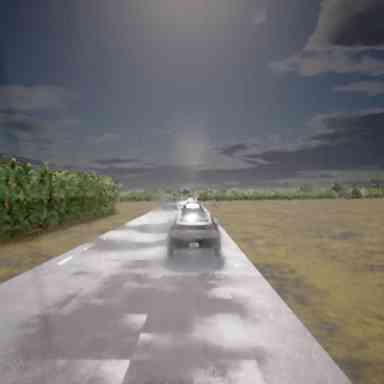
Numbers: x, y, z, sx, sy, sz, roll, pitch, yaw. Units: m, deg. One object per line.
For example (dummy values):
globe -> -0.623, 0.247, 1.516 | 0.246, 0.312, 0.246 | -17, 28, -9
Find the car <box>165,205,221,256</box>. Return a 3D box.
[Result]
car -> 0.078, 1.480, 13.015 | 2.128, 1.511, 4.902 | 0, 0, 0

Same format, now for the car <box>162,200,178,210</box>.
car -> -2.859, 1.660, 43.175 | 1.895, 1.301, 4.718 | 0, 0, 0

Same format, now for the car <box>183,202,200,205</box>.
car -> 0.073, 1.557, 28.779 | 1.994, 1.385, 4.181 | 0, 0, 0
